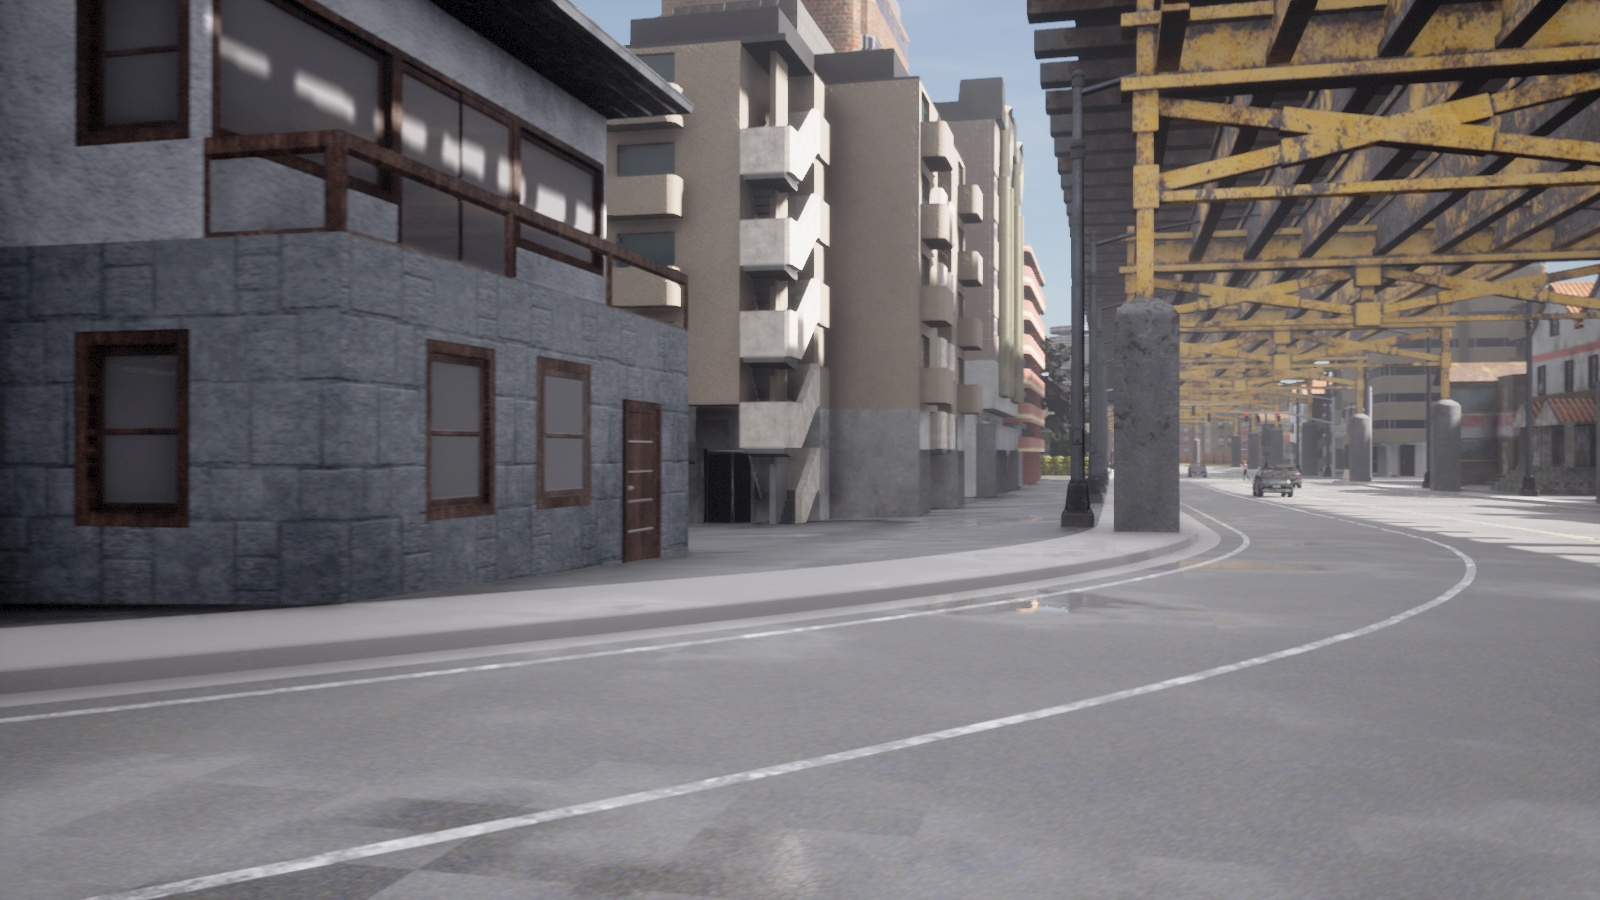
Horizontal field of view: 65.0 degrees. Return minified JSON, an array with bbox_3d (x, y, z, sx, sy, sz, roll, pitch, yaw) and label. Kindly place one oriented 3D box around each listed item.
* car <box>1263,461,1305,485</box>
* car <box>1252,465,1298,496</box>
[{"bbox_3d":[34.358,1.598,89.266,2.242,1.667,4.611,0,0,14],"label":"car"},{"bbox_3d":[24.787,1.579,65.633,1.789,1.549,3.705,0,-1,14],"label":"car"}]
